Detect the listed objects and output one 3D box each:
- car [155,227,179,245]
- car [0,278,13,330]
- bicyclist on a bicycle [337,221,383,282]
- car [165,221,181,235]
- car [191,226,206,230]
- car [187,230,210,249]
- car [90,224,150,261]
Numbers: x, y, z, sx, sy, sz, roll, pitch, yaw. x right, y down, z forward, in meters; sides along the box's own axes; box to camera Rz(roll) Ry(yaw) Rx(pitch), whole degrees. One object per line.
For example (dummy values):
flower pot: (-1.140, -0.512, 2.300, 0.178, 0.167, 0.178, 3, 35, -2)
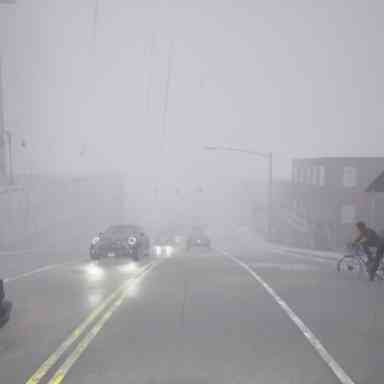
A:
car: (-2.915, 4.937, 36.358, 2.128, 1.511, 4.902, 0, -4, 1)
car: (-3.575, 1.530, 2.532, 2.033, 1.411, 5.357, 1, 0, 1)
bicyclist on a bicycle: (4.846, 1.645, 9.201, 1.656, 1.620, 0.582, 0, -3, 2)
car: (-2.713, 5.097, 47.242, 2.097, 1.767, 4.553, 0, 1, 1)
car: (0.861, 5.311, 45.433, 2.033, 1.411, 5.357, 0, 0, 1)
car: (0.585, 4.317, 29.327, 1.994, 1.385, 4.181, 0, -7, 1)
car: (-3.343, 2.346, 16.220, 2.097, 1.767, 4.553, 0, -8, 1)
